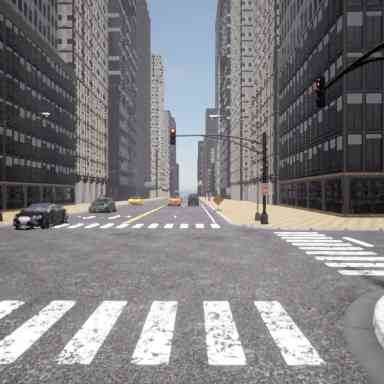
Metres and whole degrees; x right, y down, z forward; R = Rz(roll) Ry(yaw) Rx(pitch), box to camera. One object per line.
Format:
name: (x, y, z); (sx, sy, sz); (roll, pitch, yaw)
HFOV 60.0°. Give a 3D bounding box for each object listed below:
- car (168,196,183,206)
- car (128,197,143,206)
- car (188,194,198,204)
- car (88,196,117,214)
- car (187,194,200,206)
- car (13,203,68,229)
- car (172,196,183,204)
car: (-3.001, 1.444, 57.472); (2.097, 1.767, 4.553); (0, 0, 0)
car: (-9.667, 1.567, 56.968); (1.882, 1.535, 5.008); (0, 0, 1)
car: (0.254, 1.361, 70.439); (2.150, 2.045, 5.566); (0, 0, 0)
car: (-9.755, 1.388, 36.485); (2.097, 1.767, 4.553); (0, 0, 0)
car: (0.248, 1.594, 57.355); (1.837, 1.490, 4.892); (0, -1, 0)
car: (-9.795, 1.504, 21.818); (2.128, 1.511, 4.902); (0, 0, 0)
car: (-2.998, 1.634, 70.208); (2.128, 1.511, 4.902); (0, 0, 0)
